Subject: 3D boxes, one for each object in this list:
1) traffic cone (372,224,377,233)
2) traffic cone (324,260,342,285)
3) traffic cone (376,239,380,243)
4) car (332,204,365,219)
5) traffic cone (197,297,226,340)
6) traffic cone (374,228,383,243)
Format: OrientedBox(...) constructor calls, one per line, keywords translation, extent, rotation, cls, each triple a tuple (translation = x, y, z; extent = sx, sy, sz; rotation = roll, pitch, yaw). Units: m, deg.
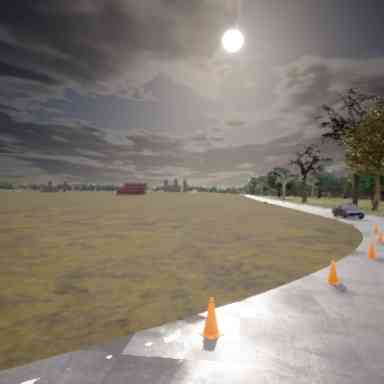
OrientedBox(translation=(11.374, 2.255, 20.566), extent=(0.340, 0.580, 0.340), rotation=(1, 0, 23), cls="traffic cone")
OrientedBox(translation=(3.696, 2.083, 8.719), extent=(0.340, 0.580, 0.340), rotation=(0, -1, 42), cls="traffic cone")
OrientedBox(translation=(6.686, 2.147, 12.378), extent=(0.340, 0.580, 0.340), rotation=(1, 0, 36), cls="traffic cone")
OrientedBox(translation=(15.965, 1.961, 34.242), extent=(2.033, 1.411, 5.357), rotation=(1, 0, 7), cls="car")
OrientedBox(translation=(0.322, 2.013, 5.412), extent=(0.340, 0.580, 0.340), rotation=(1, -1, -41), cls="traffic cone")
OrientedBox(translation=(9.256, 2.205, 16.343), extent=(0.340, 0.580, 0.340), rotation=(1, 0, 30), cls="traffic cone")
